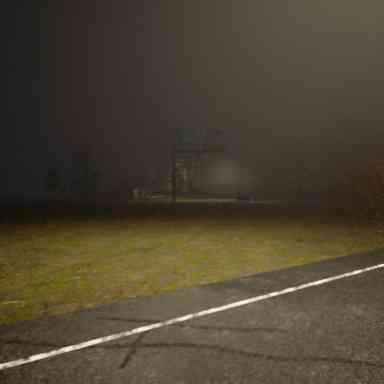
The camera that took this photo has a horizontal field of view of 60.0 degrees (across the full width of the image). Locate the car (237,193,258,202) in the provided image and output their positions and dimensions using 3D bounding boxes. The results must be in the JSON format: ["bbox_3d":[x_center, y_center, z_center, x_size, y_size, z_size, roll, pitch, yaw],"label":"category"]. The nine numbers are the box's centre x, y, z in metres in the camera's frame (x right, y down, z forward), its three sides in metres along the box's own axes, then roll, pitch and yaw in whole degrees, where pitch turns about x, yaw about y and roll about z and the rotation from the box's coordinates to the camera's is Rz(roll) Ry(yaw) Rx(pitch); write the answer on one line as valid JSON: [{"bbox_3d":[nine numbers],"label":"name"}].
[{"bbox_3d":[11.059,1.047,66.358,2.097,1.767,4.553,0,0,-34],"label":"car"}]
